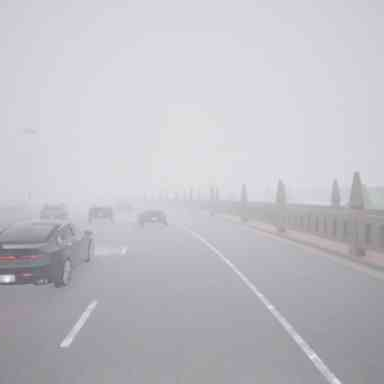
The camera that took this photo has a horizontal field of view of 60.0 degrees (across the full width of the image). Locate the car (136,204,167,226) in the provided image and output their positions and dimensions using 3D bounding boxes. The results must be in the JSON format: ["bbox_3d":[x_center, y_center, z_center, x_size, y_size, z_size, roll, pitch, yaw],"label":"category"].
[{"bbox_3d":[-2.906,1.566,23.647,1.812,1.442,4.674,0,0,-13],"label":"car"}]

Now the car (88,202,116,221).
[{"bbox_3d":[-7.485,1.549,27.389,1.882,1.535,5.008,0,0,-15],"label":"car"}]

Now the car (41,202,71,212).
[{"bbox_3d":[-10.947,1.583,26.790,2.128,1.511,4.902,0,0,-15],"label":"car"}]

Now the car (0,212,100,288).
[{"bbox_3d":[-4.037,1.538,9.259,1.837,1.490,4.892,0,0,-6],"label":"car"}]

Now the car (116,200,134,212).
[{"bbox_3d":[-8.484,1.654,40.723,1.994,1.385,4.181,0,0,-23],"label":"car"}]

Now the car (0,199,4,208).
[{"bbox_3d":[-31.218,1.764,52.991,1.812,1.442,4.674,0,0,-34],"label":"car"}]
